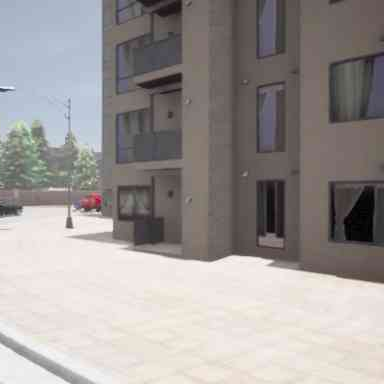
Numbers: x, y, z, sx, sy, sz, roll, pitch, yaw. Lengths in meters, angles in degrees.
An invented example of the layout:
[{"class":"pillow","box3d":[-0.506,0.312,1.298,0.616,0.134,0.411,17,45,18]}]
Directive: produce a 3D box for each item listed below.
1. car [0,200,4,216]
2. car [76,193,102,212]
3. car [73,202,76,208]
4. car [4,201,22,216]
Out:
[{"class":"car","box3d":[-13.949,1.316,20.808,2.097,1.767,4.553,0,0,-9]},{"class":"car","box3d":[-9.952,1.178,37.761,2.150,2.045,5.566,0,0,30]},{"class":"car","box3d":[-12.231,1.477,40.522,1.812,1.442,4.674,0,0,31]},{"class":"car","box3d":[-17.029,1.432,29.090,1.882,1.535,5.008,0,0,9]}]
